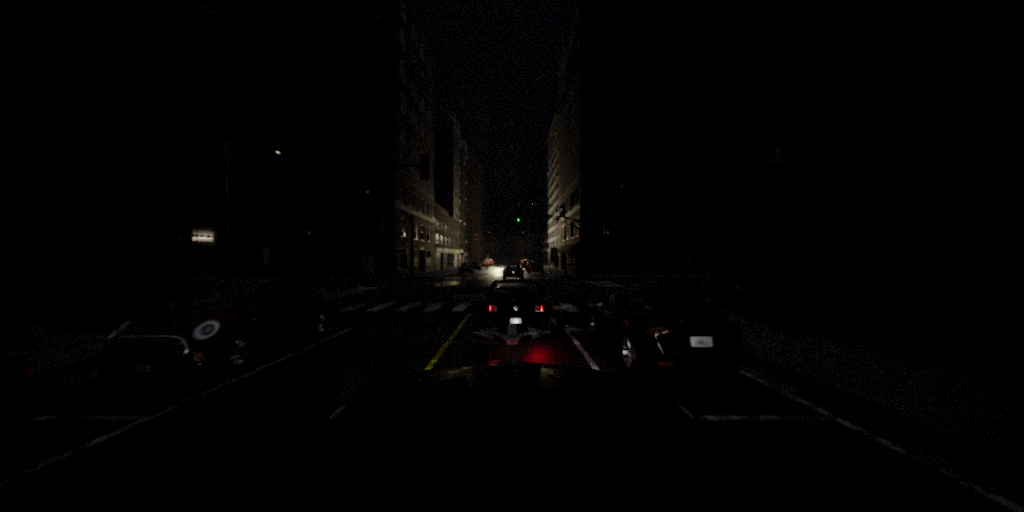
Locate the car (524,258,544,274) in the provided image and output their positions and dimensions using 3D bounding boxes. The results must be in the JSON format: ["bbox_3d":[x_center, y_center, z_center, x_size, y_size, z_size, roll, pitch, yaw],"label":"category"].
[{"bbox_3d":[2.913,1.361,44.567,1.967,1.591,4.097,0,0,0],"label":"car"}]

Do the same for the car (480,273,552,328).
[{"bbox_3d":[0.104,1.383,11.428,1.895,1.301,4.718,0,0,0],"label":"car"}]

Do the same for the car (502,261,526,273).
[{"bbox_3d":[0.130,1.456,35.639,1.994,1.385,4.181,0,0,0],"label":"car"}]

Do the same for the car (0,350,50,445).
[{"bbox_3d":[-5.669,1.333,1.981,1.802,1.307,4.207,0,0,0],"label":"car"}]

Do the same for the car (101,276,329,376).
[{"bbox_3d":[-5.666,1.209,7.483,1.967,1.591,4.097,0,0,0],"label":"car"}]

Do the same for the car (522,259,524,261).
[{"bbox_3d":[2.939,1.526,55.384,2.007,1.370,4.403,0,0,0],"label":"car"}]

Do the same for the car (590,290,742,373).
[{"bbox_3d":[2.860,1.334,7.478,1.948,1.339,4.313,0,0,0],"label":"car"}]

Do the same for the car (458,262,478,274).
[{"bbox_3d":[-5.612,1.504,44.584,1.802,1.307,4.207,0,0,0],"label":"car"}]

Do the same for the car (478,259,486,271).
[{"bbox_3d":[-5.587,1.527,55.401,2.007,1.370,4.403,0,0,0],"label":"car"}]
